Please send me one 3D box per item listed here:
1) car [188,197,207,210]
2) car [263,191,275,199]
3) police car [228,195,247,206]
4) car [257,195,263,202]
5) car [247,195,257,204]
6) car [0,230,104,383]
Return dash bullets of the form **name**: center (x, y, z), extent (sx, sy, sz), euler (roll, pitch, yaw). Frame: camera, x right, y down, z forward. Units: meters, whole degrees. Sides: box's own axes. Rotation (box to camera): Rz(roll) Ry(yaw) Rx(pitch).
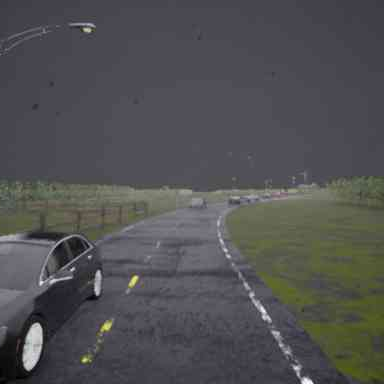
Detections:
- **car**: center (0.735, 1.440, 42.900), extent (1.837, 1.490, 4.892), euler (0, 0, 13)
- **car**: center (18.785, 1.081, 83.284), extent (1.882, 1.535, 5.008), euler (0, 0, 25)
- **police car**: center (7.075, 1.320, 52.960), extent (1.930, 1.638, 5.238), euler (0, 0, 17)
- **car**: center (12.472, 1.305, 67.641), extent (1.882, 1.535, 5.008), euler (0, 0, 23)
- **car**: center (10.247, 1.359, 62.167), extent (1.837, 1.490, 4.892), euler (0, 0, 21)
- **car**: center (-2.853, 1.501, 5.562), extent (1.837, 1.490, 4.892), euler (0, 1, 0)
